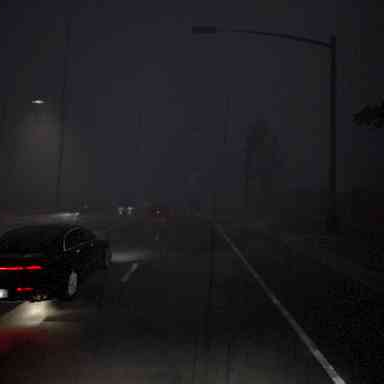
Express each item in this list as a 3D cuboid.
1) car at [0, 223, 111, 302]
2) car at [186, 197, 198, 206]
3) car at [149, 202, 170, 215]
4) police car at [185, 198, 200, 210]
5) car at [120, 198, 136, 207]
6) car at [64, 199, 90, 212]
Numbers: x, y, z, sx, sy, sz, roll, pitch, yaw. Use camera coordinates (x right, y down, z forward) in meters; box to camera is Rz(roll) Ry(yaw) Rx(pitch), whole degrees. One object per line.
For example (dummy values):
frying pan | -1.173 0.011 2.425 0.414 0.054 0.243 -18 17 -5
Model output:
car | -3.403 1.544 8.327 1.837 1.490 4.892 0 0 0
car | -0.011 1.821 65.117 2.128 1.511 4.902 0 0 0
car | -3.407 1.761 35.855 1.895 1.301 4.718 0 0 0
police car | 0.092 1.629 45.629 1.930 1.638 5.238 0 -1 0
car | -10.520 1.753 55.047 1.837 1.490 4.892 0 -1 0
car | -14.046 1.673 40.804 2.128 1.511 4.902 0 0 1
